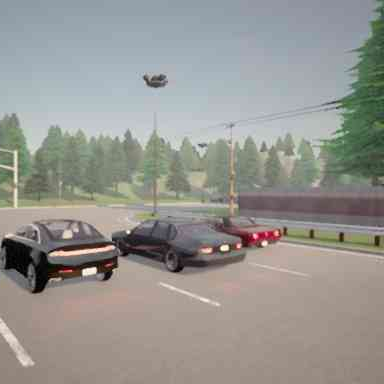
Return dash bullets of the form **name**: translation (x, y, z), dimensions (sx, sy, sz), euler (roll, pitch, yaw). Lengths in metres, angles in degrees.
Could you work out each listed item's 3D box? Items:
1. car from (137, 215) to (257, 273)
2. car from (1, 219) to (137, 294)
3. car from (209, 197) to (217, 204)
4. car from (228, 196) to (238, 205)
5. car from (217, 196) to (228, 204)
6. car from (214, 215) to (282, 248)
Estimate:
- **car**: translation (-0.741, 1.543, 10.821), dimensions (2.033, 1.411, 5.357), euler (0, 0, -40)
- **car**: translation (-3.740, 1.484, 8.959), dimensions (2.128, 1.511, 4.902), euler (0, 0, -40)
- **car**: translation (5.602, 1.460, 64.658), dimensions (5.008, 1.535, 1.882), euler (0, 0, -39)
- **car**: translation (9.133, 1.514, 58.536), dimensions (4.674, 1.442, 1.812), euler (0, 0, -40)
- **car**: translation (7.688, 1.477, 61.868), dimensions (4.902, 1.511, 2.128), euler (0, 0, -39)
- **car**: translation (1.247, 1.597, 13.912), dimensions (1.895, 1.301, 4.718), euler (0, 0, -40)
